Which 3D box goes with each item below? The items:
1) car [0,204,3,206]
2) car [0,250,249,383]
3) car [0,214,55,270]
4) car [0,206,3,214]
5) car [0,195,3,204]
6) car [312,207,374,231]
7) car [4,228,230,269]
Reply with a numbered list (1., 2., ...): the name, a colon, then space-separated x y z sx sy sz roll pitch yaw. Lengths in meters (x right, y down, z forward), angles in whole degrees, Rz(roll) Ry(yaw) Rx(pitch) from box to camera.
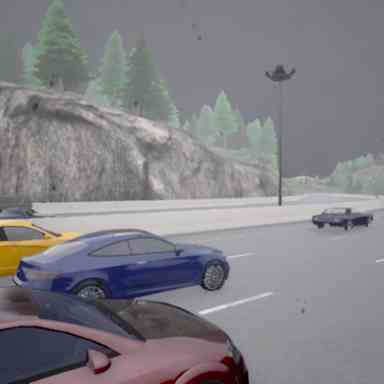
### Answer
1. car: -11.607 1.644 21.618 4.718 1.301 1.895 0 0 -37
2. car: -1.490 1.570 2.803 4.181 1.385 1.994 0 0 -36
3. car: -4.866 1.496 8.986 5.008 1.535 1.882 0 0 -36
4. car: -10.205 1.638 18.302 4.718 1.301 1.895 0 0 -37
5. car: -14.383 1.273 23.904 5.566 2.045 2.150 0 0 -37
6. car: 9.385 1.592 20.484 4.718 1.301 1.895 0 0 -42
7. car: -1.272 1.534 7.289 4.674 1.442 1.812 0 0 -36
